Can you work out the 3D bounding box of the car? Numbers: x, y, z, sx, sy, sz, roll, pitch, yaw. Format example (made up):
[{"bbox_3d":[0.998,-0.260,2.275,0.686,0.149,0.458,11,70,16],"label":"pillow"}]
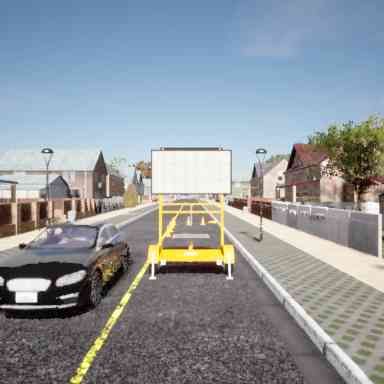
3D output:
[{"bbox_3d":[-2.775,1.496,8.010,2.128,1.511,4.902,0,0,0],"label":"car"}]

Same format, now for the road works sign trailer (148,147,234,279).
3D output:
[{"bbox_3d":[-0.019,0.471,10.013,2.380,3.560,2.880,0,0,0],"label":"road works sign trailer"}]
